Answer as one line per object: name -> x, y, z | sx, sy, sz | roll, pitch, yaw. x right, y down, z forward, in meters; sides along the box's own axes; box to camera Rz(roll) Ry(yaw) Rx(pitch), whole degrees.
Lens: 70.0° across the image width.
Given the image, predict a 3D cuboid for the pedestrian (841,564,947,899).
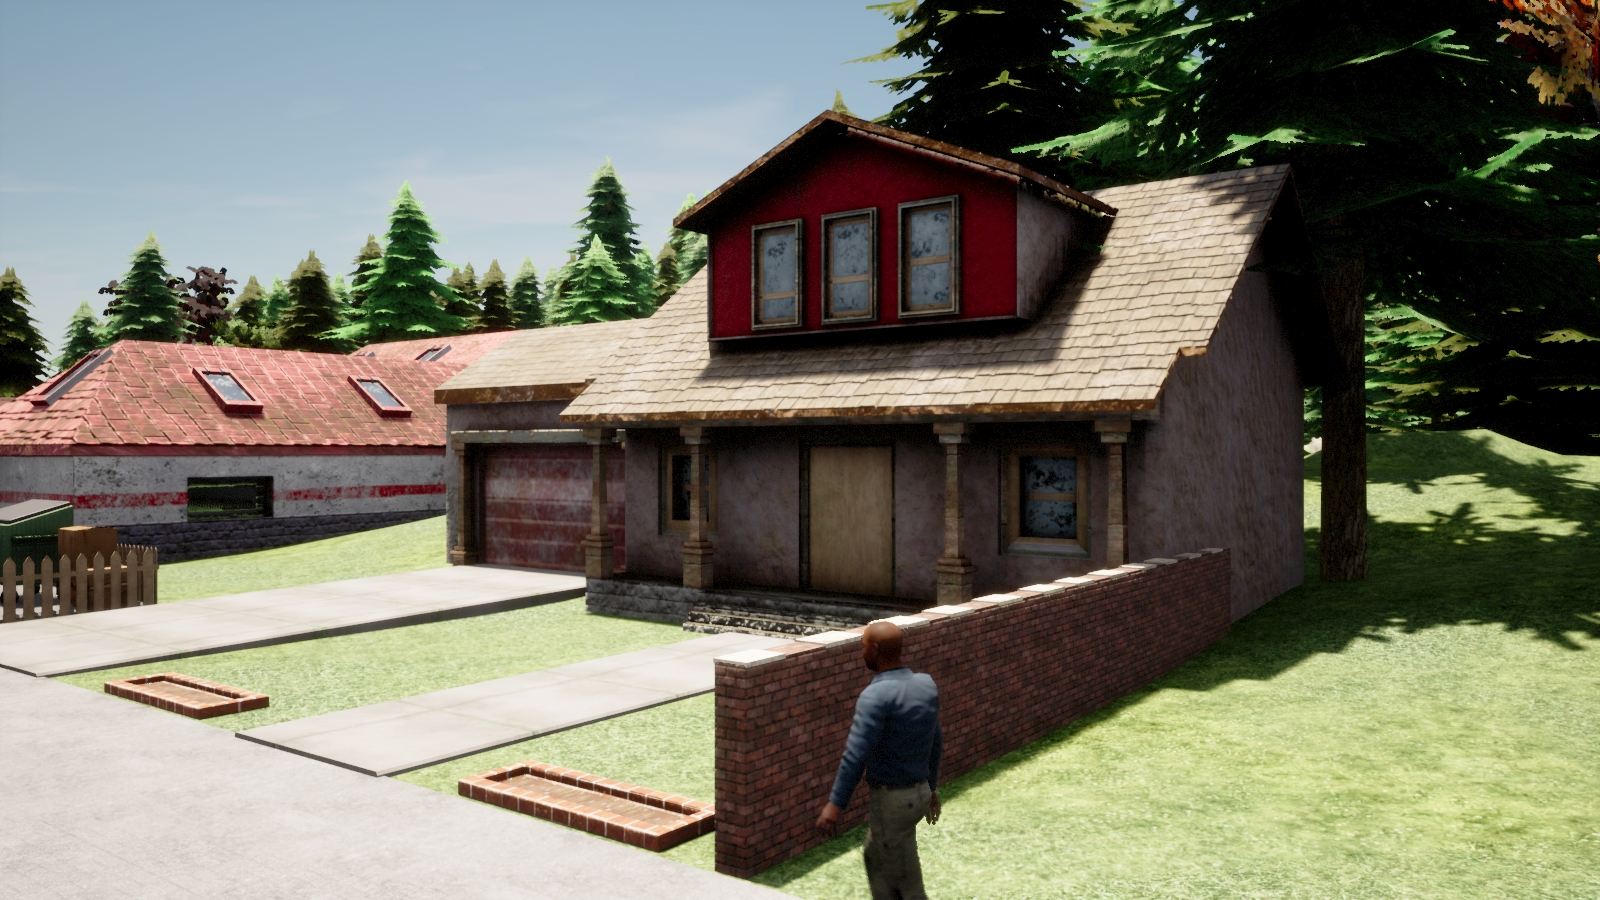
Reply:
pedestrian -> 0.469, 1.524, 5.674 | 0.375, 1.860, 0.375 | 0, 0, 42
